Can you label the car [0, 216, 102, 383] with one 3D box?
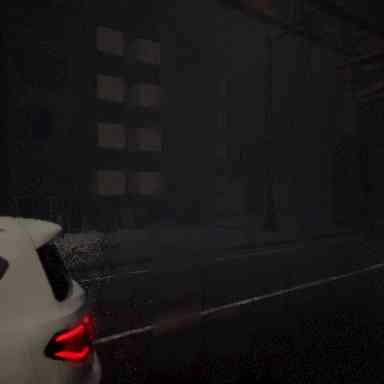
[{"bbox_3d":[-3.295,1.222,1.648,5.566,2.045,2.150,0,0,-35],"label":"car"}]
